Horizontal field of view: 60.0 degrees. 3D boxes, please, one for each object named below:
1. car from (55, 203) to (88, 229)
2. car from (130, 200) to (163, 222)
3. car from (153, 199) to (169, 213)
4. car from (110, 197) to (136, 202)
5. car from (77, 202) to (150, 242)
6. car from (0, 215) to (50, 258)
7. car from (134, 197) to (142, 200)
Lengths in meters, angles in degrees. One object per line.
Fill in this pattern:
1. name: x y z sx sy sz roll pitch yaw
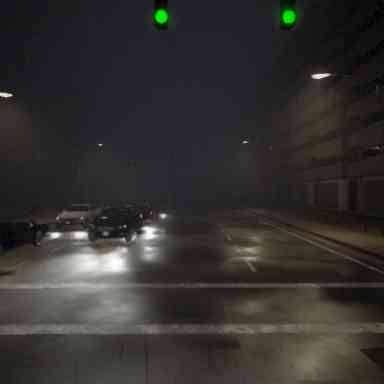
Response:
1. car: -7.079 1.479 21.302 1.812 1.442 4.674 0 0 0
2. car: -3.573 1.548 25.521 1.895 1.301 4.718 0 0 0
3. car: -3.548 1.458 35.517 1.812 1.442 4.674 0 0 0
4. car: -7.061 1.485 31.551 2.033 1.411 5.357 0 0 0
5. car: -3.583 1.453 16.252 2.128 1.511 4.902 0 0 0
6. car: -7.101 1.568 12.180 1.895 1.301 4.718 0 0 0
7. car: -7.037 1.412 40.847 2.128 1.511 4.902 0 0 0
